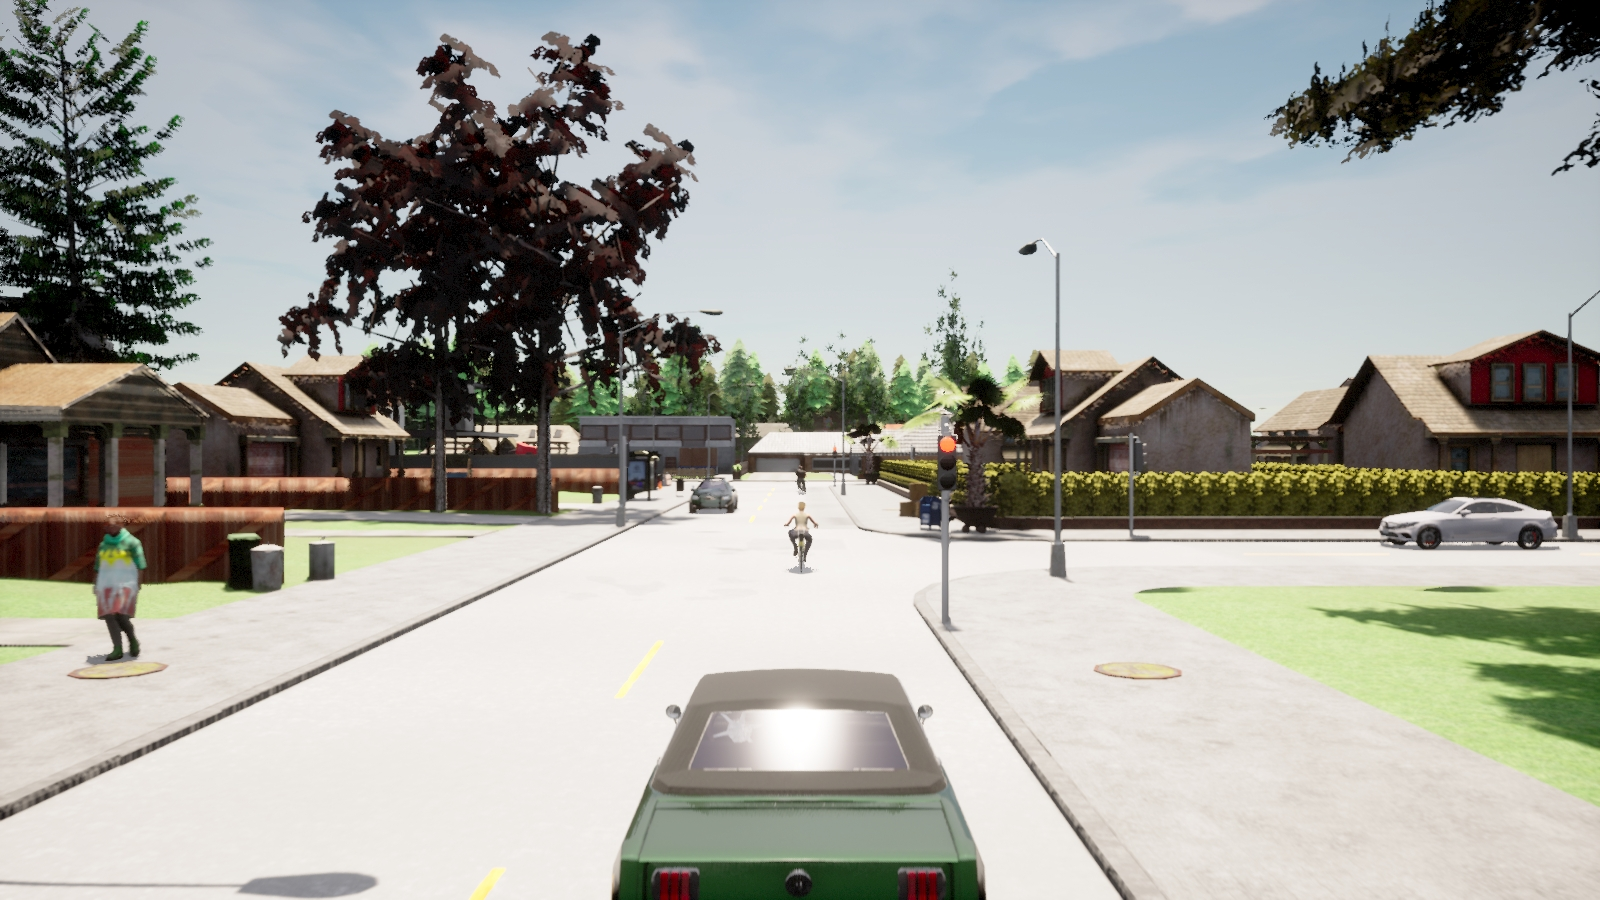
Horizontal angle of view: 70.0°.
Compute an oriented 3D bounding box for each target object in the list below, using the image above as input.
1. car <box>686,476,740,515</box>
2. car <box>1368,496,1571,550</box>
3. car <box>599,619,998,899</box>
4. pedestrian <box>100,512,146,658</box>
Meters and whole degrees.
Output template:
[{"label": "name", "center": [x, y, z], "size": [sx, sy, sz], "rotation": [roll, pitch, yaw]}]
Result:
[{"label": "car", "center": [-3.921, 2.038, 52.214], "size": [2.038, 1.542, 4.974], "rotation": [0, 0, 0]}, {"label": "car", "center": [19.180, 2.082, 32.870], "size": [4.674, 1.442, 2.002], "rotation": [0, 0, 0]}, {"label": "car", "center": [-0.005, 2.155, 7.783], "size": [1.895, 1.301, 4.718], "rotation": [0, 0, 0]}, {"label": "pedestrian", "center": [-8.797, 1.743, 14.857], "size": [0.375, 1.860, 0.375], "rotation": [0, 0, 1]}]
